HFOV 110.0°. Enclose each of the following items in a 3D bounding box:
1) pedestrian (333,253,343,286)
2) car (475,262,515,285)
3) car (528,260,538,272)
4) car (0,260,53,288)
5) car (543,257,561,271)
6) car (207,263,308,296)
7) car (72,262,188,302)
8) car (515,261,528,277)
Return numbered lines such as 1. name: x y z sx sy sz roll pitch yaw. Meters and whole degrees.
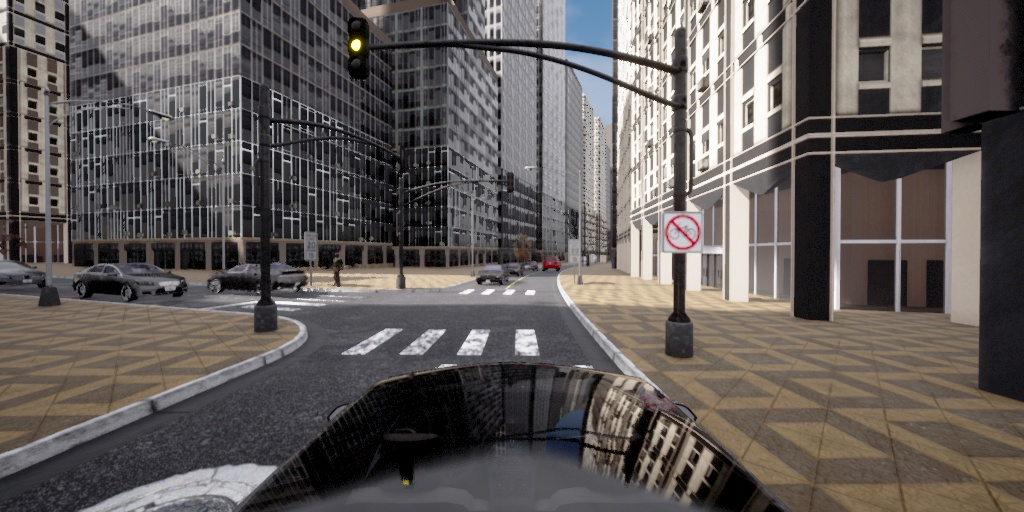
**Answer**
1. pedestrian: -9.513 0.712 19.490 0.375 1.860 0.375 0 0 16
2. car: -1.301 1.321 26.766 2.033 1.411 5.357 0 0 7
3. car: 2.453 1.359 49.519 2.128 1.511 4.902 0 0 12
4. car: -25.922 0.937 18.197 4.674 1.442 1.812 1 1 17
5. car: 5.746 1.105 50.940 2.150 2.045 5.566 0 0 13
6. car: -12.301 1.059 17.324 4.902 1.511 2.128 1 1 16
7. car: -16.362 1.040 15.395 4.902 1.511 2.128 1 1 16
8. car: 0.117 1.355 36.968 2.033 1.411 5.357 0 0 9
